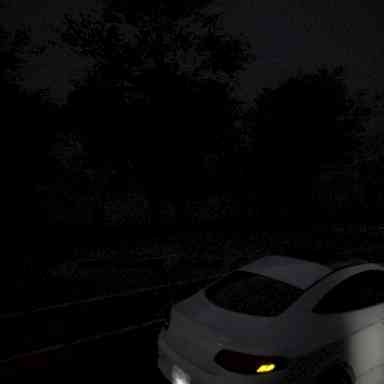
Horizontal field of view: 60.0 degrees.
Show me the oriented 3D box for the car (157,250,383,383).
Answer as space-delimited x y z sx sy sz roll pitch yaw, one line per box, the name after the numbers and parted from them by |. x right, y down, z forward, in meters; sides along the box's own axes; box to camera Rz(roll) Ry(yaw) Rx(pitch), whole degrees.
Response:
1.776 1.527 4.399 4.674 1.442 1.812 0 0 -35 | car
